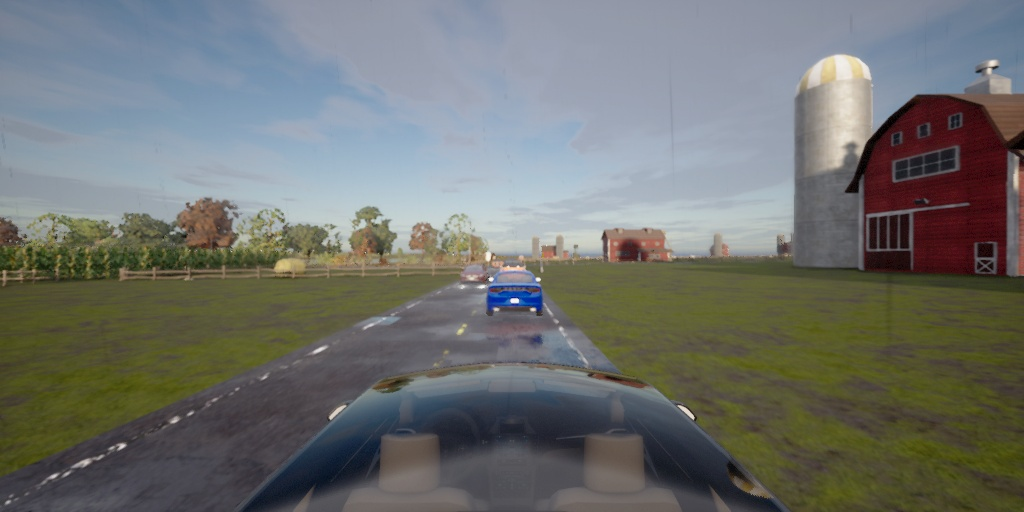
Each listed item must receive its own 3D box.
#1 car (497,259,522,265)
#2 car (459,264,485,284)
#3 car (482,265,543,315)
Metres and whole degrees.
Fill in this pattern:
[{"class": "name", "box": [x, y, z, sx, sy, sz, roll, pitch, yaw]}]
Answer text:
[{"class": "car", "box": [0.090, 1.198, 29.204, 2.097, 1.767, 4.553, 0, 0, 0]}, {"class": "car", "box": [-2.856, 1.367, 27.842, 1.812, 1.442, 4.674, 0, 0, 0]}, {"class": "car", "box": [0.101, 1.271, 13.741, 1.882, 1.535, 5.008, 0, 0, 0]}]
